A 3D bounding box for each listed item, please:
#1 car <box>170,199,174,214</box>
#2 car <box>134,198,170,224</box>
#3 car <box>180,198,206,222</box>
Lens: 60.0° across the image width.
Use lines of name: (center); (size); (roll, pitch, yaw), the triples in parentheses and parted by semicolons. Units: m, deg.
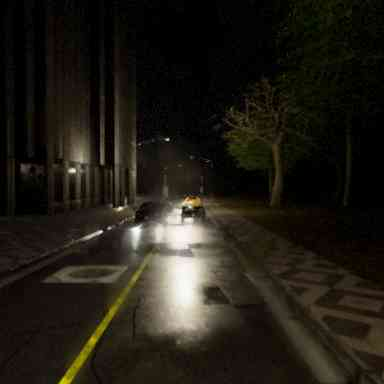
car: (-2.962, 1.455, 35.473); (1.837, 1.490, 4.892); (0, 0, 0)
car: (-3.002, 1.469, 24.695); (1.882, 1.535, 5.008); (0, 0, 1)
car: (0.098, 1.480, 26.455); (2.128, 1.511, 4.902); (0, 0, 0)
